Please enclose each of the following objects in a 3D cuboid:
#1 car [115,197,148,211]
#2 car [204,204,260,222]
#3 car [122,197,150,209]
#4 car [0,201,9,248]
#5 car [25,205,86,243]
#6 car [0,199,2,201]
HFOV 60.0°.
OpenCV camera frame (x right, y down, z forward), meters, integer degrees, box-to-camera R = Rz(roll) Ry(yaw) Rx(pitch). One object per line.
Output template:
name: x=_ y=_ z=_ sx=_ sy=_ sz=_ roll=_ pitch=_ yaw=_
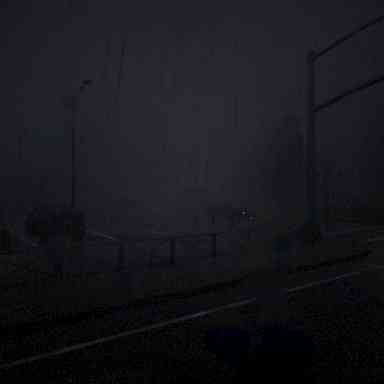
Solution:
car: x=-7.899 y=1.493 z=41.281 sx=2.128 sy=1.511 sz=4.902 roll=0 pitch=0 yaw=-36
car: x=3.068 y=1.601 z=26.311 sx=1.895 sy=1.301 sz=4.718 roll=0 pitch=0 yaw=-36
car: x=-8.053 y=1.478 z=47.555 sx=1.882 sy=1.535 sz=5.008 roll=0 pitch=0 yaw=-36
car: x=-8.865 y=1.331 z=13.439 sx=2.152 sy=1.636 sz=5.027 roll=0 pitch=0 yaw=-36
car: x=-6.351 y=1.340 z=15.315 sx=2.007 sy=1.523 sz=4.514 roll=0 pitch=0 yaw=-36
car: x=-21.577 y=1.374 z=36.432 sx=1.845 sy=1.501 sz=3.633 roll=0 pitch=0 yaw=-36
